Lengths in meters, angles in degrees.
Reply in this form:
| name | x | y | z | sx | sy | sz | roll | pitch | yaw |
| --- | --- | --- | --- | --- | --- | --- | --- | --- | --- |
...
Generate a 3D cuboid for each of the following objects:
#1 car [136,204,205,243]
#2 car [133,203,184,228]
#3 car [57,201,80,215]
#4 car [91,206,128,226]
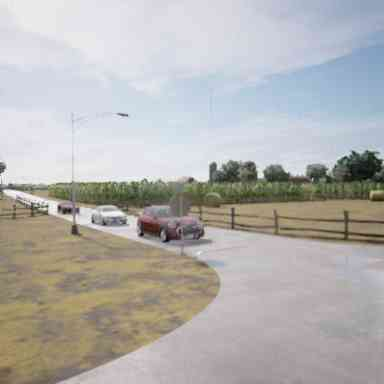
| name | x | y | z | sx | sy | sz | roll | pitch | yaw |
| --- | --- | --- | --- | --- | --- | --- | --- | --- | --- |
| car | -1.255 | 1.571 | 17.804 | 2.097 | 1.767 | 4.553 | -1 | 0 | -32 |
| car | -2.654 | 1.717 | 25.380 | 1.882 | 1.535 | 5.008 | -1 | 0 | -31 |
| car | -14.641 | 1.780 | 39.435 | 1.882 | 1.535 | 5.008 | -1 | 1 | -32 |
| car | -6.705 | 1.828 | 26.613 | 1.812 | 1.442 | 4.674 | -1 | 0 | -32 |
